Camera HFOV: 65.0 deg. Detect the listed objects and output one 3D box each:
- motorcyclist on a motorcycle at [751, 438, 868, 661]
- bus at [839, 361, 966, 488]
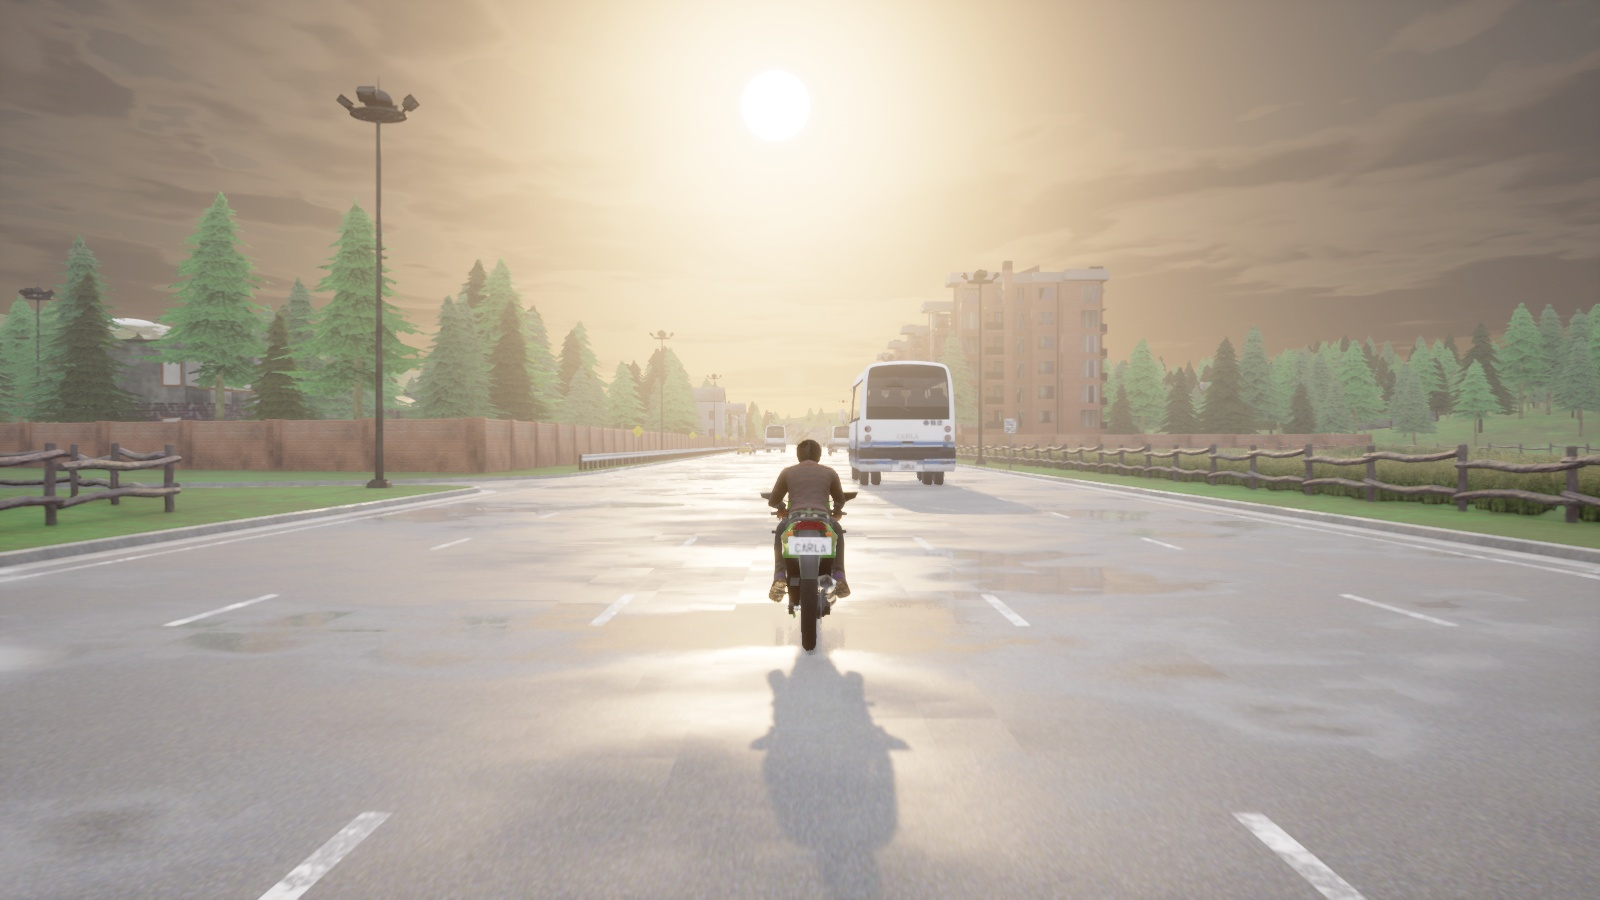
[{"bbox_3d":[0.066,0.675,9.592,0.797,1.523,2.044,0,0,0],"label":"motorcyclist on a motorcycle"},{"bbox_3d":[3.599,-0.894,47.326,3.944,4.253,10.273,0,0,0],"label":"bus"}]
